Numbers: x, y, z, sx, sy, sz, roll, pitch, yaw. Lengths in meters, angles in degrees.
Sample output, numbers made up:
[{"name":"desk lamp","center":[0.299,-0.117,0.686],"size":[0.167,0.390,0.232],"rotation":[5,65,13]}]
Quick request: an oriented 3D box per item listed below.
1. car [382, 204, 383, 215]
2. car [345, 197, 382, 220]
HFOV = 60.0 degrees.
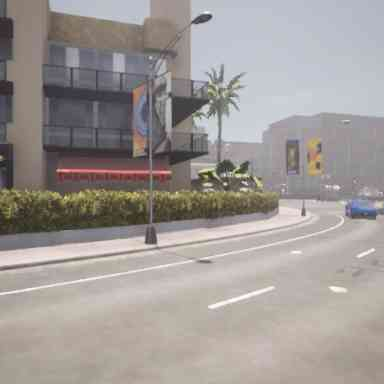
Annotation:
[{"name":"car","center":[18.585,1.557,30.244],"size":[1.895,1.301,4.718],"rotation":[0,0,14]},{"name":"car","center":[14.394,1.440,28.463],"size":[1.882,1.535,5.008],"rotation":[0,0,18]}]
